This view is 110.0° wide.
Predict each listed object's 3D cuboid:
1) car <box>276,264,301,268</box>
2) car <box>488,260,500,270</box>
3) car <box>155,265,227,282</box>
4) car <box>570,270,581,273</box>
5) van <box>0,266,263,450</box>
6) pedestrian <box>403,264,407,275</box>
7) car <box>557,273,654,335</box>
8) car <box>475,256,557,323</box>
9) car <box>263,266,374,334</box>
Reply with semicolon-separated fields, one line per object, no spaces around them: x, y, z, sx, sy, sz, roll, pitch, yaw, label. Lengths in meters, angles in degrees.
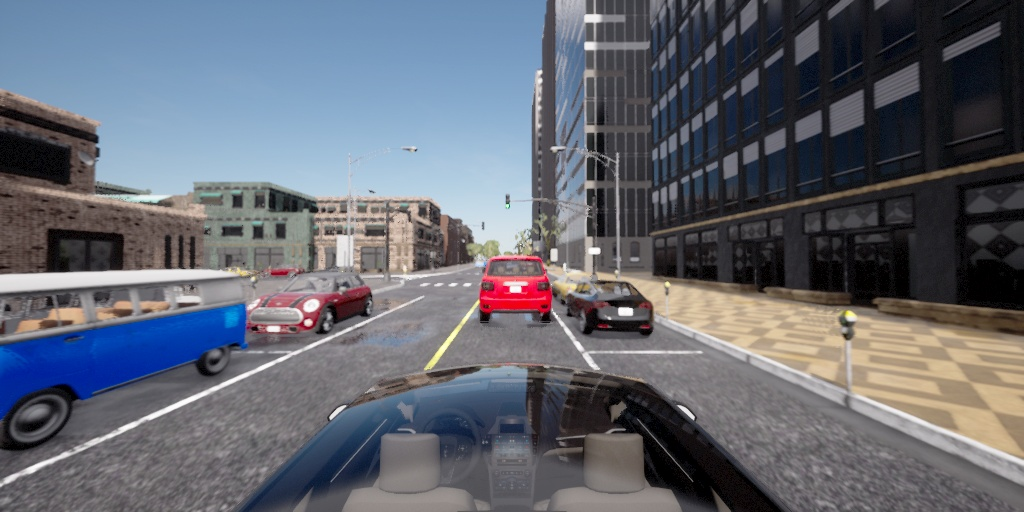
-24.964;1.625;39.270;4.097;1.591;1.967;0;0;1;car
-3.054;1.491;61.775;1.837;1.490;4.892;0;0;0;car
-29.940;1.611;33.555;4.902;1.511;2.128;-1;-1;1;car
2.827;1.331;16.301;1.751;1.417;4.829;0;0;0;car
-5.690;1.103;4.897;1.690;1.789;3.998;0;0;0;van
-12.549;1.545;42.069;0.375;1.300;0.375;0;-1;1;pedestrian
2.657;1.350;10.488;1.948;1.339;4.313;0;0;0;car
0.099;1.014;12.519;2.150;2.045;5.566;0;0;0;car
-5.691;1.224;10.541;1.967;1.591;4.097;0;0;0;car
